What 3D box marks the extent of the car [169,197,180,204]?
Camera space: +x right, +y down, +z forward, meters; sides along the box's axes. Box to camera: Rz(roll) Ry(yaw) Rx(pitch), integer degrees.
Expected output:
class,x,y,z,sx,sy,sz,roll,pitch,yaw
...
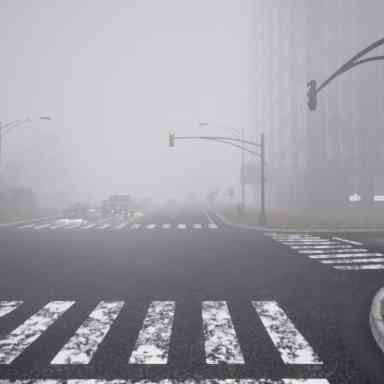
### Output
class,x,y,z,sx,sy,sz,roll,pitch,yaw
car,-3.566,1.788,69.361,2.033,1.411,5.357,0,0,0

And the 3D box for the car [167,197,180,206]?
class,x,y,z,sx,sy,sz,roll,pitch,yaw
car,-3.520,1.702,59.358,1.812,1.442,4.674,0,0,0

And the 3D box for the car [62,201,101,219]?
class,x,y,z,sx,sy,sz,roll,pitch,yaw
car,-9.981,1.614,29.773,1.994,1.385,4.181,0,0,0

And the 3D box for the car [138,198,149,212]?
class,x,y,z,sx,sy,sz,roll,pitch,yaw
car,-6.780,1.686,40.623,1.895,1.301,4.718,0,0,0

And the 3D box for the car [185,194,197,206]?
class,x,y,z,sx,sy,sz,roll,pitch,yaw
car,-0.172,1.536,60.511,2.097,1.767,4.553,0,0,0

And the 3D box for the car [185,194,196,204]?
class,x,y,z,sx,sy,sz,roll,pitch,yaw
car,-0.264,1.471,70.639,2.150,2.045,5.566,0,0,0

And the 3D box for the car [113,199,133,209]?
class,x,y,z,sx,sy,sz,roll,pitch,yaw
car,-10.055,1.685,48.950,1.994,1.385,4.181,0,0,0

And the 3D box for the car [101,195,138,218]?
class,x,y,z,sx,sy,sz,roll,pitch,yaw
car,-6.736,1.275,30.862,2.150,2.045,5.566,0,0,0

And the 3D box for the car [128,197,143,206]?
class,x,y,z,sx,sy,sz,roll,pitch,yaw
car,-10.069,1.680,59.269,1.837,1.490,4.892,0,0,0

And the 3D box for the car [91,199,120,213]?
class,x,y,z,sx,sy,sz,roll,pitch,yaw
car,-10.022,1.627,39.016,2.033,1.411,5.357,0,0,0

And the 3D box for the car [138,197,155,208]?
class,x,y,z,sx,sy,sz,roll,pitch,yaw
car,-6.813,1.480,50.394,2.097,1.767,4.553,0,0,-1
